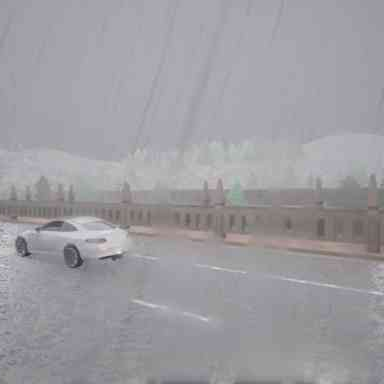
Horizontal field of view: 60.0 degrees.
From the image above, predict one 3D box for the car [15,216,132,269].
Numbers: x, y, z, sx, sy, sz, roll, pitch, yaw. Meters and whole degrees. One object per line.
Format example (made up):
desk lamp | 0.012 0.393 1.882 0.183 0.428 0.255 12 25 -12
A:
car | -4.038 1.528 11.174 4.674 1.442 1.812 0 0 36
